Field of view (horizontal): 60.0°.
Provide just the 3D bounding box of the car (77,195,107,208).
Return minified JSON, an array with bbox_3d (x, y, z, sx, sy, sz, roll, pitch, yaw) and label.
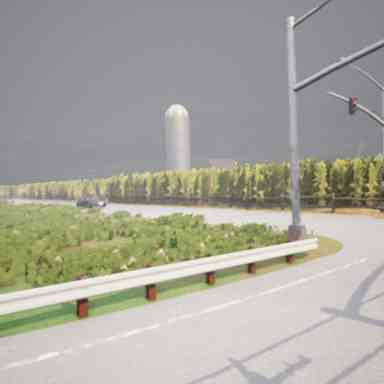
[{"bbox_3d":[-11.144,1.090,36.834,2.128,1.511,4.902,-4,2,-40],"label":"car"}]
